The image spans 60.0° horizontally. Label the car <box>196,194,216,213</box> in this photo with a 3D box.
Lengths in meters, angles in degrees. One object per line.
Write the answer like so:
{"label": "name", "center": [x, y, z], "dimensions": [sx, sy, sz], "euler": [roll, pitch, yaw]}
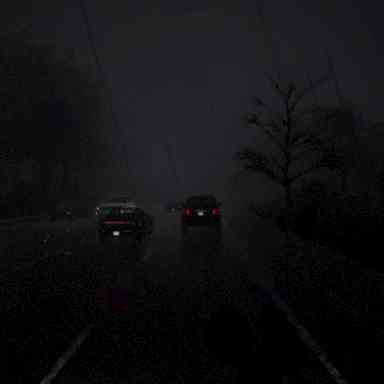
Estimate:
{"label": "car", "center": [1.753, 1.249, 38.890], "dimensions": [2.150, 2.045, 5.566], "euler": [0, 0, 5]}

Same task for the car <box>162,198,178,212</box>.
{"label": "car", "center": [-1.819, 1.626, 38.126], "dimensions": [1.895, 1.301, 4.718], "euler": [0, 0, 4]}

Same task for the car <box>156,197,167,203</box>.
{"label": "car", "center": [-5.856, 1.637, 67.145], "dimensions": [1.994, 1.385, 4.181], "euler": [0, 0, 8]}

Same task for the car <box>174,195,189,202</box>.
{"label": "car", "center": [-2.119, 1.312, 68.581], "dimensions": [2.128, 1.511, 4.902], "euler": [0, 0, 8]}

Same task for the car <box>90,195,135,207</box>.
{"label": "car", "center": [-6.231, 1.240, 27.832], "dimensions": [2.150, 2.045, 5.566], "euler": [0, 0, 4]}

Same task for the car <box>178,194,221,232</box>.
{"label": "car", "center": [0.588, 1.236, 20.201], "dimensions": [2.150, 2.045, 5.566], "euler": [0, 0, 2]}

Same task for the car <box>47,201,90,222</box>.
{"label": "car", "center": [-9.788, 1.490, 26.847], "dimensions": [1.882, 1.535, 5.008], "euler": [0, 0, 3]}

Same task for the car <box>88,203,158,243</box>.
{"label": "car", "center": [-3.062, 1.501, 16.251], "dimensions": [2.128, 1.511, 4.902], "euler": [0, 0, 2]}
